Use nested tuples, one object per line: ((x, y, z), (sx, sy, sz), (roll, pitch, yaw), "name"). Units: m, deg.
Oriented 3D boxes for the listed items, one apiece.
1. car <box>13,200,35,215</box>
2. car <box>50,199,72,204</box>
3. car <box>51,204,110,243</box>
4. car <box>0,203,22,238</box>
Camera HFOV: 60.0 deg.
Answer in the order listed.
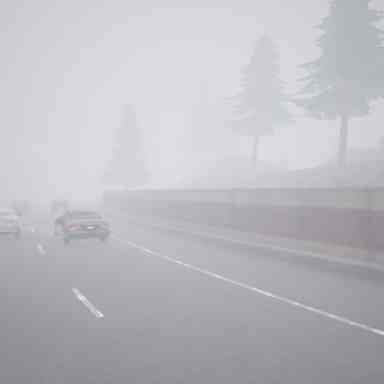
((-16.744, 1.518, 32.767), (2.033, 1.411, 5.357), (0, 0, -20), "car")
((-13.791, 1.475, 34.998), (1.837, 1.490, 4.892), (0, 0, -20), "car")
((-5.435, 1.535, 16.047), (2.033, 1.411, 5.357), (0, 0, -28), "car")
((-9.776, 1.509, 16.873), (1.812, 1.442, 4.674), (0, 0, -28), "car")
